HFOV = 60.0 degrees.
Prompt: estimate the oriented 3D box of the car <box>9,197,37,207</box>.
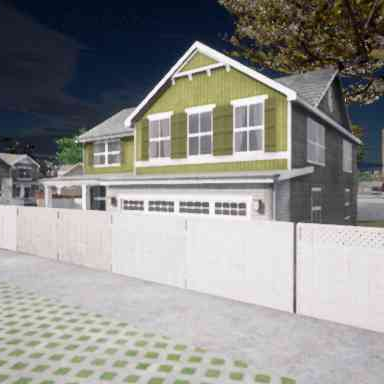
[{"bbox_3d":[-17.777,1.333,33.777,1.837,1.490,4.892,0,0,18],"label":"car"}]
